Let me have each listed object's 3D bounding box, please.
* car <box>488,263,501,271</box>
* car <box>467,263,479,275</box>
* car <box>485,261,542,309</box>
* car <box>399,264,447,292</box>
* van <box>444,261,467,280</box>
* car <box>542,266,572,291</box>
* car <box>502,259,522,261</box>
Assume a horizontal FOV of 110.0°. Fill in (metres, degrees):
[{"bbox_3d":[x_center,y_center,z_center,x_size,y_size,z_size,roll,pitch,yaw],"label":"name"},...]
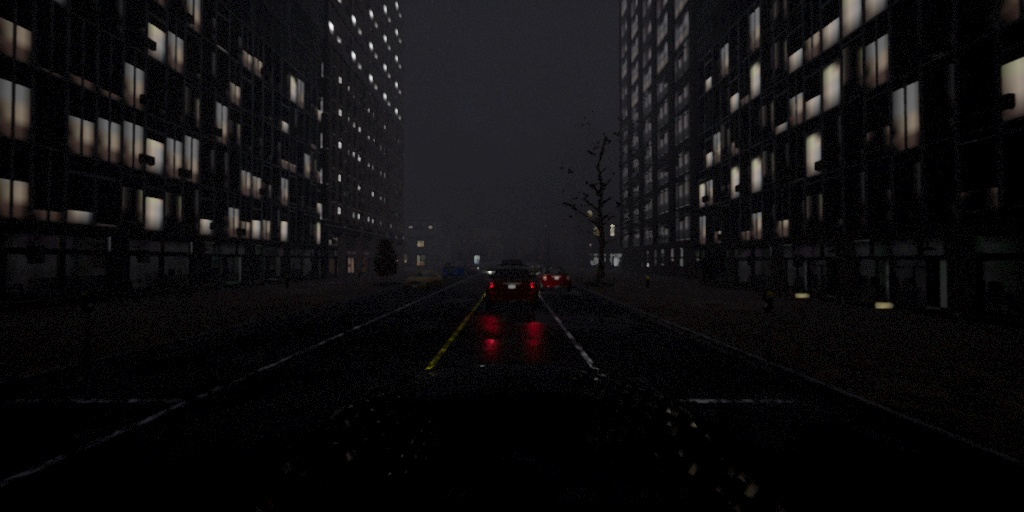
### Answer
[{"bbox_3d":[-3.018,1.858,61.305,1.994,1.385,4.181,0,-1,0],"label":"car"},{"bbox_3d":[-5.700,1.596,46.235,1.967,1.591,4.097,0,0,0],"label":"car"},{"bbox_3d":[-0.001,1.231,15.937,2.097,1.767,4.553,0,-1,0],"label":"car"},{"bbox_3d":[-5.695,1.476,23.297,1.751,1.417,4.829,0,0,0],"label":"car"},{"bbox_3d":[-5.698,1.394,34.852,1.690,1.789,3.998,0,0,0],"label":"van"},{"bbox_3d":[2.686,1.390,23.454,1.967,1.591,4.097,0,0,0],"label":"car"},{"bbox_3d":[-0.005,1.234,30.859,2.150,2.045,5.566,0,0,0],"label":"car"}]
